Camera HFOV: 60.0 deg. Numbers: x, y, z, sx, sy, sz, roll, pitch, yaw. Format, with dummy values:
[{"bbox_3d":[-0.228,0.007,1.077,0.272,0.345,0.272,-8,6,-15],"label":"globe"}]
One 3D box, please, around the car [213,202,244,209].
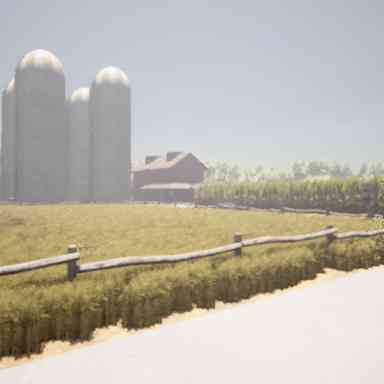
[{"bbox_3d":[4.079,1.839,37.874,1.994,1.385,4.181,1,0,-36],"label":"car"}]
